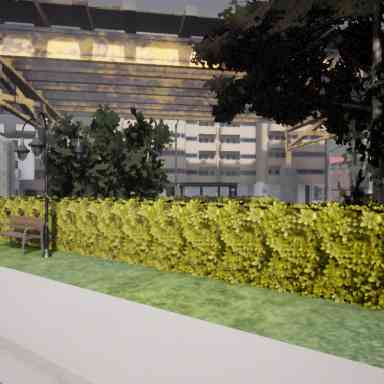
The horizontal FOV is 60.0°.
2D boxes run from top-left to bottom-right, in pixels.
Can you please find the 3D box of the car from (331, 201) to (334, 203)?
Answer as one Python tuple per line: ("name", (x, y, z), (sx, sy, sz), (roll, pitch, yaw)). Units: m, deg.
("car", (14.564, 1.504, 31.178), (4.892, 1.490, 1.837), (0, 0, -9))
